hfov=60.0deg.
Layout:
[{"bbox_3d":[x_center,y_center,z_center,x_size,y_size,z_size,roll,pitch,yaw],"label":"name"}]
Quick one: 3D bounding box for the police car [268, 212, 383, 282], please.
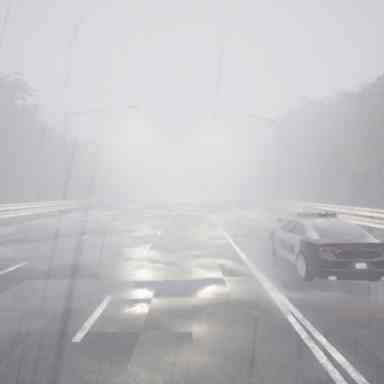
[{"bbox_3d":[3.629,1.408,9.843,1.930,1.638,5.238,0,0,-1],"label":"police car"}]
